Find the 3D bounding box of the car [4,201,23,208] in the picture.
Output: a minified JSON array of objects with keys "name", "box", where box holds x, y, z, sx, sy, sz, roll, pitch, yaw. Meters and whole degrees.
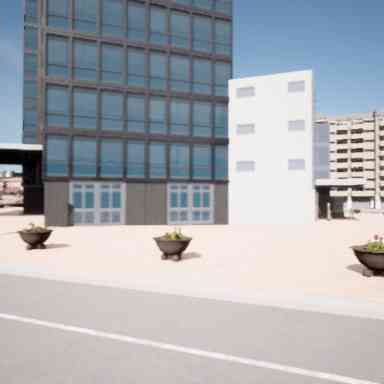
[{"name":"car","box":[-37.160,2.587,70.053,1.895,1.301,4.718,0,-1,21]}]
